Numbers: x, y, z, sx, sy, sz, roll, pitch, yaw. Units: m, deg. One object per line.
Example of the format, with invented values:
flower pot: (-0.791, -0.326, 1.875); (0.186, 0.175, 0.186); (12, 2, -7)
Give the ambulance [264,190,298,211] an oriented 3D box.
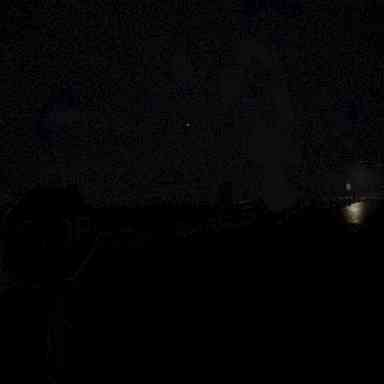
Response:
ambulance: (10.826, 0.985, 40.206); (2.351, 2.431, 6.366); (1, 1, 35)
